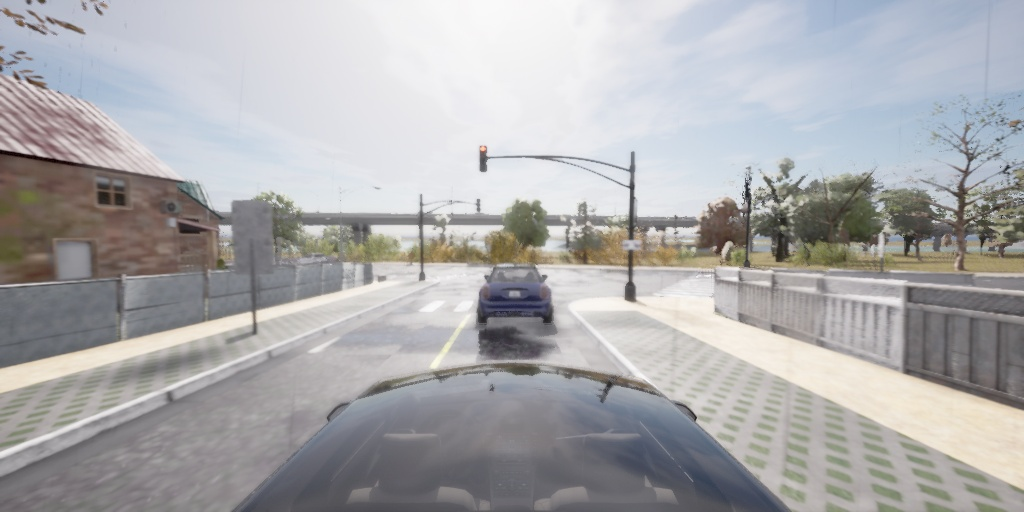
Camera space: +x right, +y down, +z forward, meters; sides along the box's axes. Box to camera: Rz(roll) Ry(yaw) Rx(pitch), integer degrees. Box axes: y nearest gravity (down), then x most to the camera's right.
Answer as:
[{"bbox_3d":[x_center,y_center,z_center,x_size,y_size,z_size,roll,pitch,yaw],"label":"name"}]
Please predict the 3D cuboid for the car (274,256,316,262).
[{"bbox_3d":[-26.977,1.155,44.468,4.902,1.511,2.128,0,2,36],"label":"car"}]

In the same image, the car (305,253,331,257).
[{"bbox_3d":[-30.822,0.620,55.413,5.566,2.045,2.150,0,2,36],"label":"car"}]

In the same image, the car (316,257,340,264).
[{"bbox_3d":[-23.918,1.125,46.264,4.718,1.301,1.895,0,2,36],"label":"car"}]

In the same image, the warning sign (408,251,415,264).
[{"bbox_3d":[-14.298,0.235,50.947,1.060,1.860,1.300,0,0,36],"label":"warning sign"}]

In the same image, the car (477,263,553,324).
[{"bbox_3d":[0.120,0.997,11.661,2.097,1.767,4.553,0,1,1],"label":"car"}]
